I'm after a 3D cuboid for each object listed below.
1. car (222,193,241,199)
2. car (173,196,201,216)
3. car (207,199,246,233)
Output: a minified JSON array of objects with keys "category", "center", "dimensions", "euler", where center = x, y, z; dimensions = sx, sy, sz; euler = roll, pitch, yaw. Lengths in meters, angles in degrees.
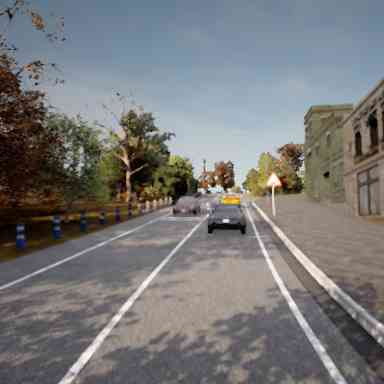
[{"category":"car","center":[4.239,0.825,35.839],"dimensions":[1.882,1.535,5.008],"euler":[0,1,7]},{"category":"car","center":[-0.352,1.100,27.375],"dimensions":[1.812,1.442,4.674],"euler":[0,1,8]},{"category":"car","center":[1.920,1.324,18.207],"dimensions":[1.994,1.385,4.181],"euler":[0,1,7]}]
